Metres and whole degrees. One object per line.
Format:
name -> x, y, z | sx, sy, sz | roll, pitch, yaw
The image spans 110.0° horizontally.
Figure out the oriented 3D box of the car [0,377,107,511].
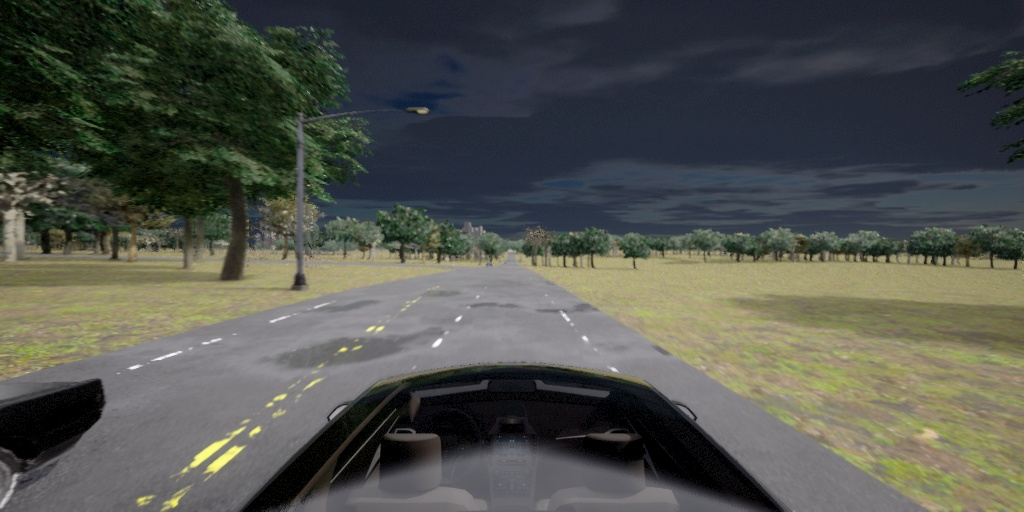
car -> -4.548, 1.355, 1.058 | 1.895, 1.301, 4.718 | 0, 0, -6
